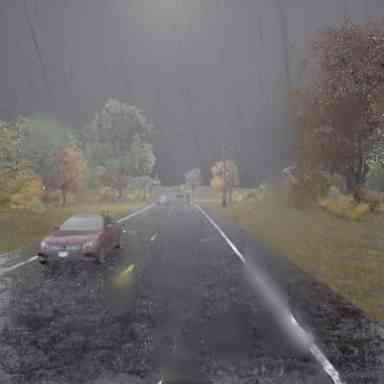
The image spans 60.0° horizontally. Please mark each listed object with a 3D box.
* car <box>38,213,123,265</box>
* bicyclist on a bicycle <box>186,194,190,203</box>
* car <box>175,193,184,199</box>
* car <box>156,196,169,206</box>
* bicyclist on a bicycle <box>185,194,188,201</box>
[{"bbox_3d":[-3.673,1.506,11.748,1.812,1.442,4.674,0,0,-1],"label":"car"},{"bbox_3d":[-0.700,1.333,66.070,0.582,1.620,1.656,0,-1,-3],"label":"bicyclist on a bicycle"},{"bbox_3d":[-3.235,1.142,93.152,1.837,1.490,4.892,0,0,-4],"label":"car"},{"bbox_3d":[-4.695,1.429,53.983,1.812,1.442,4.674,0,0,-2],"label":"car"},{"bbox_3d":[-1.172,1.315,75.075,0.582,1.620,1.656,0,-1,-3],"label":"bicyclist on a bicycle"}]
